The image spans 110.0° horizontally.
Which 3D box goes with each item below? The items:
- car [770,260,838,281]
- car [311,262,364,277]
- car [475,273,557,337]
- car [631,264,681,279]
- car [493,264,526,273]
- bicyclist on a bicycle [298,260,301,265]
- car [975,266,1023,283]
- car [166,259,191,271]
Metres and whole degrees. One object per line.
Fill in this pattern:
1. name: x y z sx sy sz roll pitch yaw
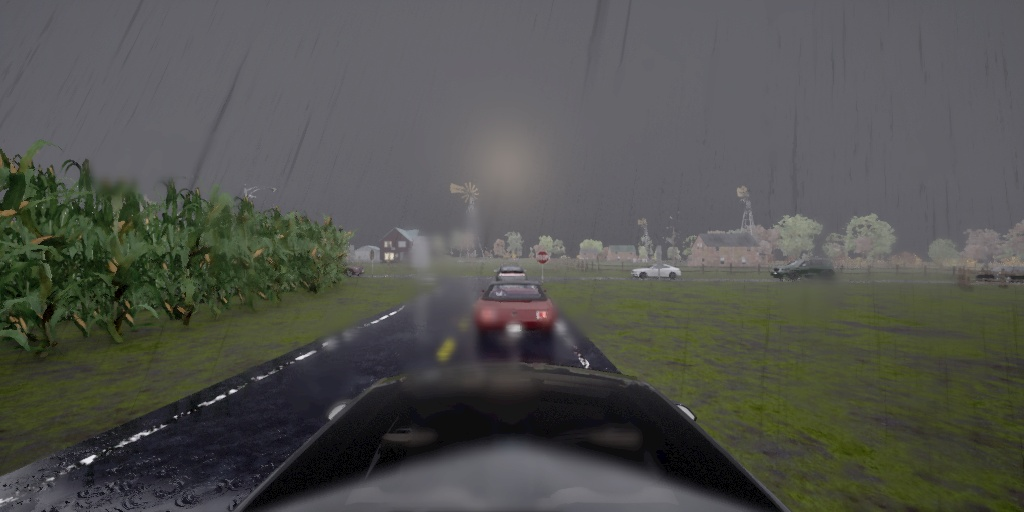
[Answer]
1. car: 28.786 1.378 35.417 5.566 2.045 2.150 1 -1 0
2. car: -15.713 1.080 32.178 4.674 1.442 1.812 1 -1 0
3. car: 0.085 1.353 10.273 1.895 1.301 4.718 0 0 0
4. car: 14.146 1.501 35.318 4.674 1.442 1.812 1 -1 0
5. car: -0.113 1.246 22.370 2.128 1.511 4.902 0 0 -3
6. bicyclist on a bicycle: -22.752 0.996 38.101 0.582 1.620 1.656 1 0 0
7. car: 49.001 1.763 35.446 4.553 1.767 2.097 1 -1 0
8. car: -29.621 0.601 32.093 5.566 2.045 2.150 1 -1 0
